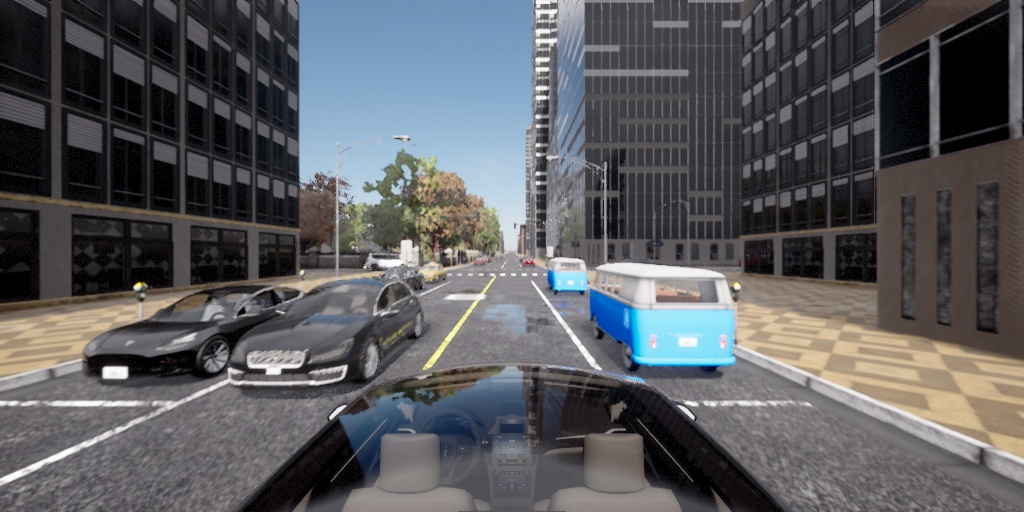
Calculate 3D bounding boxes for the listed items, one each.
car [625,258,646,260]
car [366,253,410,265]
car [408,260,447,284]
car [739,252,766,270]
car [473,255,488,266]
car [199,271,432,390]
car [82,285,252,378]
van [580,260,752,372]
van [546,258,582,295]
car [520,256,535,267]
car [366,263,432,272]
[{"bbox_3d":[14.090,0.950,39.815,4.902,1.511,2.128,0,0,1],"label":"car"},{"bbox_3d":[-13.537,0.725,40.381,5.566,2.045,2.150,1,0,1],"label":"car"},{"bbox_3d":[-5.833,1.160,25.956,1.751,1.417,4.829,0,0,0],"label":"car"},{"bbox_3d":[28.122,0.595,39.527,5.566,2.045,2.150,0,0,1],"label":"car"},{"bbox_3d":[-5.724,0.993,62.526,1.888,1.381,4.507,0,0,0],"label":"car"},{"bbox_3d":[-3.103,1.235,7.094,1.837,1.490,4.892,0,0,0],"label":"car"},{"bbox_3d":[-5.693,1.295,7.325,1.948,1.339,4.313,0,0,0],"label":"car"},{"bbox_3d":[2.688,1.069,7.331,1.690,1.789,3.998,0,0,0],"label":"van"},{"bbox_3d":[2.763,1.013,18.728,1.690,1.789,3.998,0,0,0],"label":"van"},{"bbox_3d":[2.661,0.916,56.853,1.967,1.591,4.097,0,0,0],"label":"car"},{"bbox_3d":[-5.780,1.239,18.722,1.948,1.339,4.313,0,0,0],"label":"car"}]
